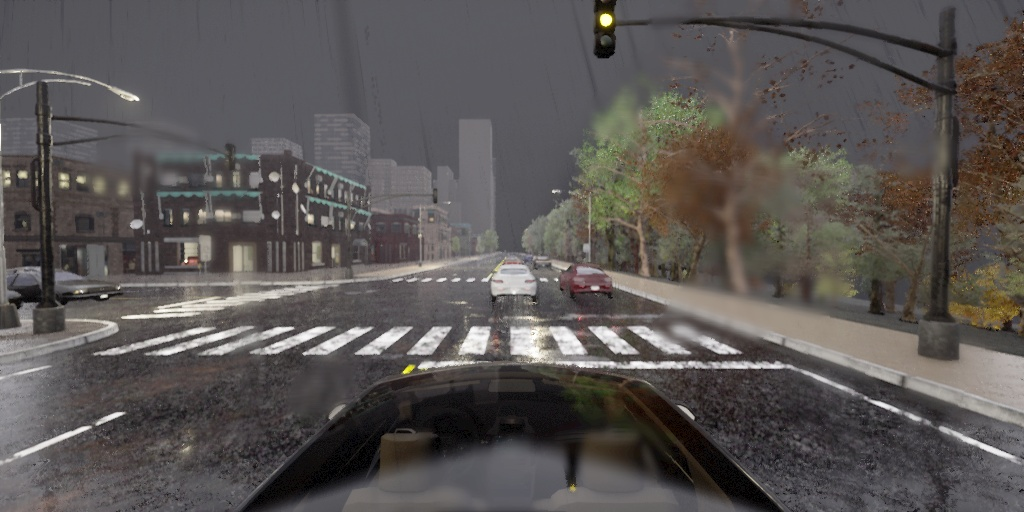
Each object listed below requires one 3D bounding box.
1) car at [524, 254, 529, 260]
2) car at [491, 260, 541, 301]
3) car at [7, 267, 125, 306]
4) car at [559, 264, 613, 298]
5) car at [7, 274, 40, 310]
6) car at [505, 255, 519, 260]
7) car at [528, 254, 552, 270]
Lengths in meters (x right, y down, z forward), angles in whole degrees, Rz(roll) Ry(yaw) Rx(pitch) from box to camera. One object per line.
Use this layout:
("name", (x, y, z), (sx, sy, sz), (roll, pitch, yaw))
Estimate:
("car", (3.140, 0.429, 65.319), (1.812, 1.442, 4.674), (0, 1, 0))
("car", (0.072, 1.091, 15.776), (1.812, 1.442, 4.674), (0, 1, 0))
("car", (-19.906, 1.345, 15.177), (5.357, 1.411, 2.033), (-1, 1, 0))
("car", (3.318, 1.079, 16.629), (1.812, 1.442, 4.674), (0, 1, 0))
("car", (-19.969, 1.426, 12.481), (4.313, 1.339, 1.948), (0, 0, 0))
("car", (0.025, 0.860, 38.756), (1.895, 1.301, 4.718), (0, 1, 0))
("car", (3.273, 0.739, 39.608), (2.128, 1.511, 4.902), (0, 1, 0))
